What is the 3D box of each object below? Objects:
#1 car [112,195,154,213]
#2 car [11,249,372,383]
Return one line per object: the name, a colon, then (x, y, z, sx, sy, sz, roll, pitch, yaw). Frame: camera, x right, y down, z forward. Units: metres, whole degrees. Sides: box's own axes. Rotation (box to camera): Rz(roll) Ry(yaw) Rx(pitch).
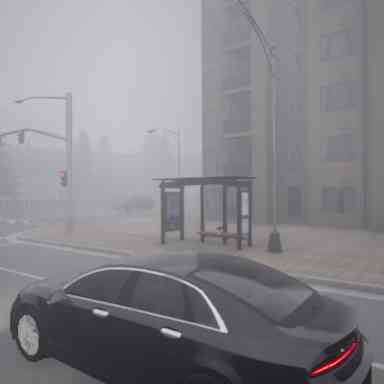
car: (-7.161, 1.396, 40.965, 2.150, 2.045, 5.566, -1, 0, 38)
car: (-0.458, 1.527, 4.313, 4.892, 1.490, 1.837, 0, 0, 36)
